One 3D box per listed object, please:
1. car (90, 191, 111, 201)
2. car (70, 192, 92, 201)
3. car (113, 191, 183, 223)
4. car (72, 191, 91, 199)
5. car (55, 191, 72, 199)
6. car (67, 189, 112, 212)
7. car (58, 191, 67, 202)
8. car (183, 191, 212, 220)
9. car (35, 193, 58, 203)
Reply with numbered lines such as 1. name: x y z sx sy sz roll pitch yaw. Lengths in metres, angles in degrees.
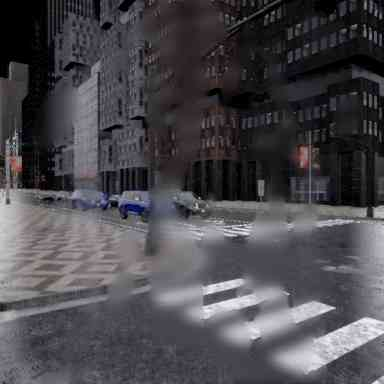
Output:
1. car: -15.831 0.682 57.649 1.882 1.535 5.008 0 1 -36
2. car: -18.934 0.744 56.417 2.033 1.411 5.357 0 1 -36
3. car: -3.265 0.954 23.416 2.150 2.045 5.566 0 1 -36
4. car: -21.996 0.530 66.138 2.128 1.511 4.902 0 1 -36
5. car: -25.144 0.508 64.941 1.882 1.535 5.008 0 1 -36
6. car: -10.271 0.778 33.070 2.150 2.045 5.566 0 2 -36
7. car: -19.556 0.749 51.517 2.128 1.511 4.902 0 1 -36
8. car: -0.780 0.946 25.543 2.150 2.045 5.566 0 1 -34
9. car: -21.598 0.877 48.784 1.895 1.301 4.718 0 1 -36
